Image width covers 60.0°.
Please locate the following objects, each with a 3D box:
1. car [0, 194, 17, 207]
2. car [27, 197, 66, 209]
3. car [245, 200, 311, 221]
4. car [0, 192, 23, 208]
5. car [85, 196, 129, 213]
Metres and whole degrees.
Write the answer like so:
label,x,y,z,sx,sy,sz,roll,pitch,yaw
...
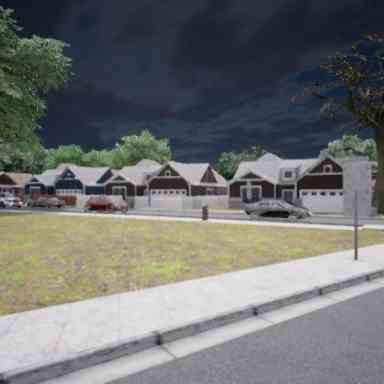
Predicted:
label,x,y,z,sx,sy,sz,roll,pitch,yaw
car,-26.742,1.125,46.044,4.553,1.767,2.097,0,0,27
car,-18.222,1.350,41.669,5.357,1.411,2.033,0,0,28
car,6.406,1.380,25.074,4.902,1.511,2.128,0,0,30
car,-23.575,1.058,41.297,5.566,2.045,2.150,0,0,27
car,-8.528,1.186,33.350,4.553,1.767,2.097,0,0,28
